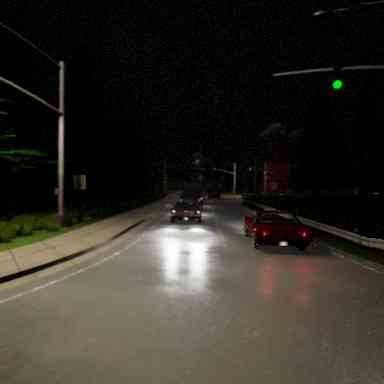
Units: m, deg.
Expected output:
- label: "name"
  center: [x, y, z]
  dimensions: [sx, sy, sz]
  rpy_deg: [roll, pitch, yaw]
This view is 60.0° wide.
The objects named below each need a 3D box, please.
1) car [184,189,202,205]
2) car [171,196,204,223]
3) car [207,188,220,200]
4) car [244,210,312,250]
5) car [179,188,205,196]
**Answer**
- label: "car"
  center: [0.175, 0.571, 41.698]
  dimensions: [2.097, 1.767, 4.553]
  rpy_deg: [1, 1, 0]
- label: "car"
  center: [-0.268, 1.184, 21.361]
  dimensions: [1.895, 1.301, 4.718]
  rpy_deg: [1, 1, 2]
- label: "car"
  center: [3.785, 0.483, 57.107]
  dimensions: [2.128, 1.511, 4.902]
  rpy_deg: [1, 1, 0]
- label: "car"
  center: [3.188, 1.384, 13.257]
  dimensions: [1.895, 1.301, 4.718]
  rpy_deg: [1, 1, 4]
- label: "car"
  center: [0.021, 0.626, 31.401]
  dimensions: [2.150, 2.045, 5.566]
  rpy_deg: [1, 1, 1]
